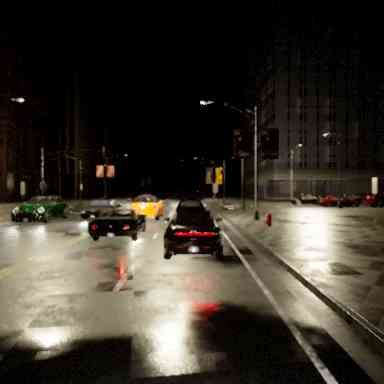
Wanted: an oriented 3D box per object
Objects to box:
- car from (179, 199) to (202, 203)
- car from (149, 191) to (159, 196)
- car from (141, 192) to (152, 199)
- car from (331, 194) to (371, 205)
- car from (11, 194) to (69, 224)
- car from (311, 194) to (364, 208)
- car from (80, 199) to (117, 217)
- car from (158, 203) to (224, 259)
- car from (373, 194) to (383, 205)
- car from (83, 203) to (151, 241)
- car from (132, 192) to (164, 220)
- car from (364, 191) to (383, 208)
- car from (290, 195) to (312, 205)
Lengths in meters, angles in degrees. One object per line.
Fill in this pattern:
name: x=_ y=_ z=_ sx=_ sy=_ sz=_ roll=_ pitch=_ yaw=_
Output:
car: x=-0.096 y=1.189 z=21.231 sx=1.882 sy=1.535 sz=5.008 roll=0 pitch=1 yaw=0
car: x=-10.148 y=0.312 z=89.333 sx=2.033 sy=1.411 sz=5.357 roll=0 pitch=0 yaw=0
car: x=-10.079 y=0.785 z=73.881 sx=1.812 sy=1.442 sz=4.674 roll=0 pitch=0 yaw=0
car: x=20.632 y=0.985 z=43.339 sx=4.313 sy=1.339 sz=1.947 roll=0 pitch=0 yaw=-1
car: x=-9.906 y=1.056 z=22.016 sx=2.097 sy=1.767 sz=4.553 roll=0 pitch=1 yaw=0
car: x=15.160 y=1.050 z=34.703 sx=4.206 sy=1.307 sz=1.802 roll=0 pitch=0 yaw=-1
car: x=-6.643 y=1.221 z=24.907 sx=2.033 sy=1.411 sz=5.357 roll=0 pitch=1 yaw=0
car: x=0.044 y=1.333 z=11.742 sx=1.837 sy=1.490 sz=4.892 roll=0 pitch=1 yaw=0
car: x=26.270 y=0.982 z=43.452 sx=4.206 sy=1.307 sz=1.802 roll=0 pitch=0 yaw=-1
car: x=-3.218 y=1.384 z=15.332 sx=1.895 sy=1.301 sz=4.718 roll=0 pitch=1 yaw=-1
car: x=-3.259 y=1.030 z=24.322 sx=2.097 sy=1.767 sz=4.553 roll=0 pitch=1 yaw=0
car: x=20.798 y=0.761 z=34.814 sx=5.009 sy=1.841 sz=2.192 roll=0 pitch=0 yaw=-1
car: x=14.992 y=1.008 z=43.227 sx=4.313 sy=1.339 sz=1.947 roll=0 pitch=0 yaw=-1
